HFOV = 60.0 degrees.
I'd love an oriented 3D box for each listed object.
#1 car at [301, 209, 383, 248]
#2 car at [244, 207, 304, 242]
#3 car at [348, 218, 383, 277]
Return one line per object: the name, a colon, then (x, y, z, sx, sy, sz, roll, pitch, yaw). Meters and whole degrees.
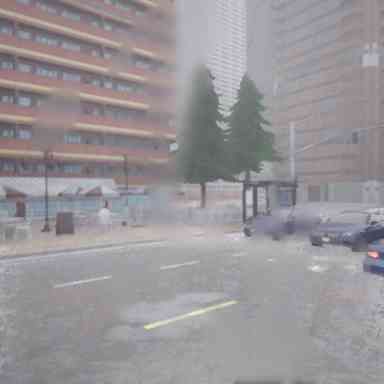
car: (6.728, 1.458, 13.500, 4.674, 1.442, 1.812, 0, 0, -37)
car: (4.601, 1.474, 16.277, 4.674, 1.442, 1.812, 0, 0, -37)
car: (6.568, 1.486, 8.819, 5.357, 1.411, 2.033, -1, 0, -37)
